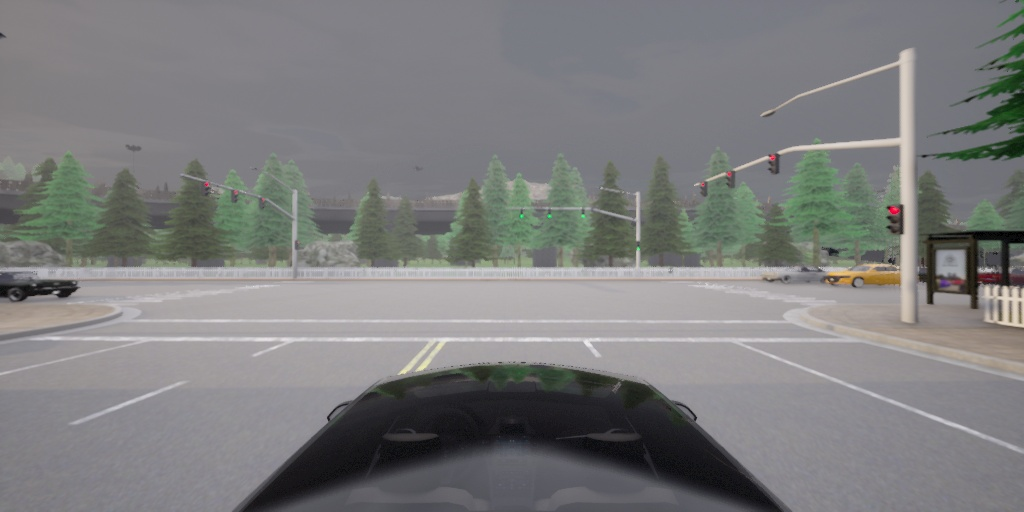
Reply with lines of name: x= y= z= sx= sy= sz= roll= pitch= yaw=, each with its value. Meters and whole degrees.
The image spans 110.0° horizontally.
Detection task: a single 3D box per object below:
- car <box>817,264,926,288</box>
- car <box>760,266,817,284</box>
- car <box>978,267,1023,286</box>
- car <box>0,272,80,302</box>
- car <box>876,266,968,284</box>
car: x=23.615 y=1.279 z=23.654 sx=5.008 sy=1.535 sz=1.882 roll=0 pitch=0 yaw=0
car: x=21.657 y=1.420 z=27.173 sx=4.718 sy=1.301 sz=1.895 roll=0 pitch=0 yaw=0
car: x=32.919 y=1.401 z=23.521 sx=4.718 sy=1.301 sz=1.895 roll=0 pitch=0 yaw=2
car: x=-23.180 y=1.369 z=16.511 sx=4.718 sy=1.301 sz=1.895 roll=0 pitch=0 yaw=0
car: x=30.826 y=1.419 z=27.083 sx=4.718 sy=1.301 sz=1.895 roll=0 pitch=0 yaw=2
